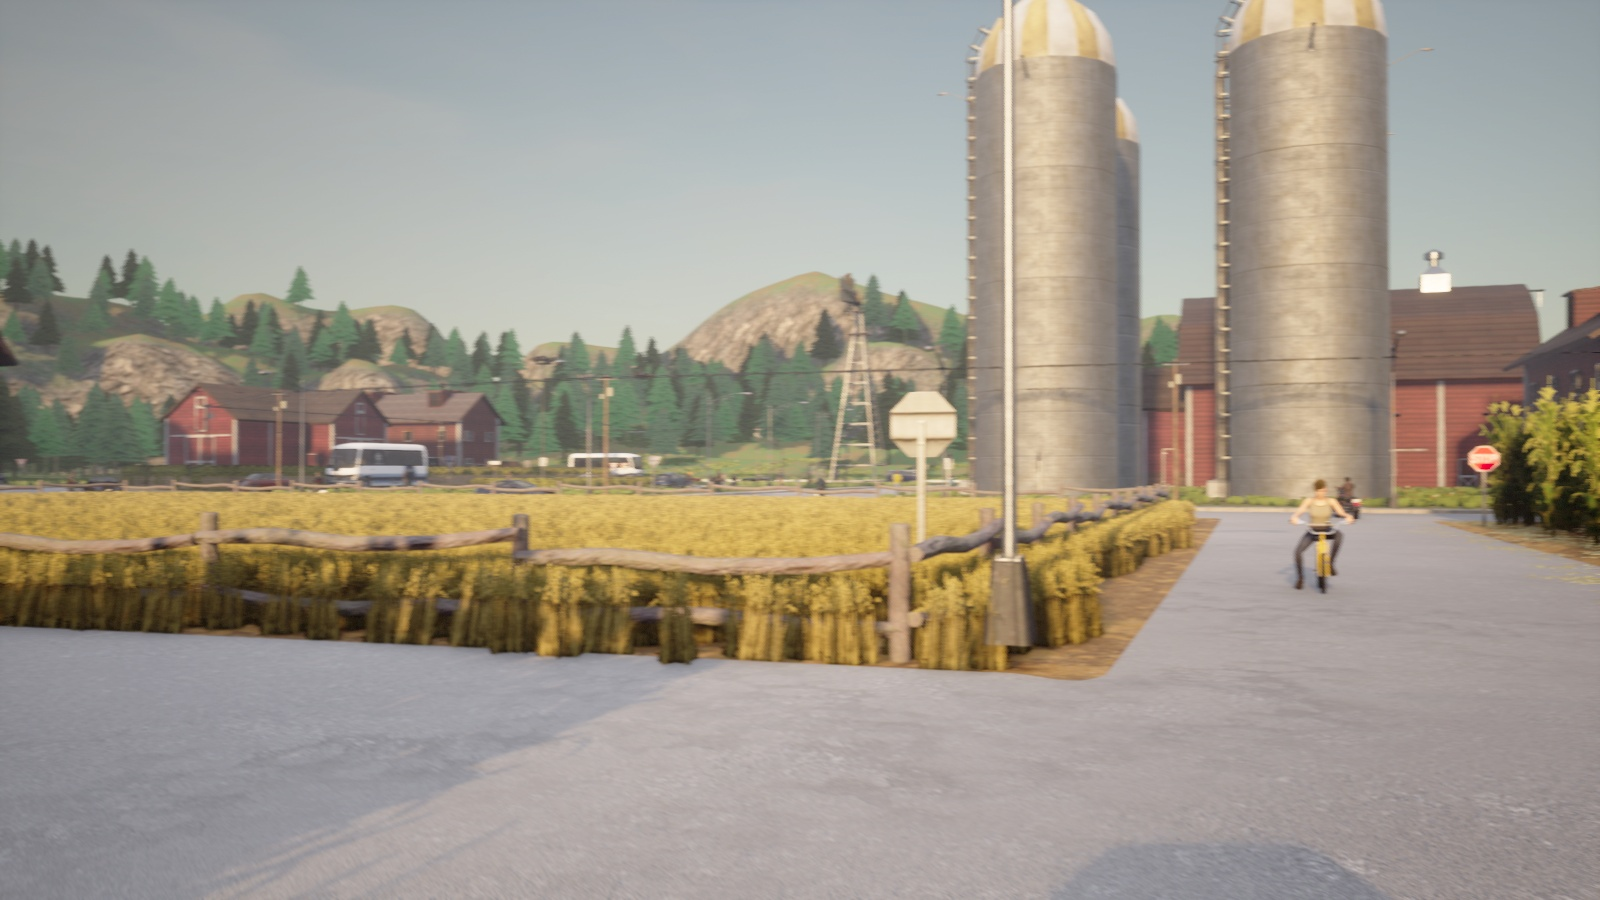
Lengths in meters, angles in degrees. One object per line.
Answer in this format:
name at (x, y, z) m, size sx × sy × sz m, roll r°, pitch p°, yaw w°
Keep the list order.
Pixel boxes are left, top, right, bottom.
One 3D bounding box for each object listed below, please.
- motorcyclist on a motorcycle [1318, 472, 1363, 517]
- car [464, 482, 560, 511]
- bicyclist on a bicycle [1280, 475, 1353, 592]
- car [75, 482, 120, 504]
motorcyclist on a motorcycle at (20.607, 1.667, 47.968) m, size 0.766 × 1.649 × 2.350 m, roll -2°, pitch -1°, yaw 3°
car at (-14.192, 2.274, 61.883) m, size 4.181 × 1.385 × 1.994 m, roll -1°, pitch -1°, yaw 19°
bicyclist on a bicycle at (7.429, 1.169, 18.129) m, size 0.866 × 1.612 × 1.509 m, roll -1°, pitch -1°, yaw 19°
car at (-46.847, 2.816, 83.680) m, size 1.994 × 1.385 × 4.181 m, roll 0°, pitch -1°, yaw -38°
